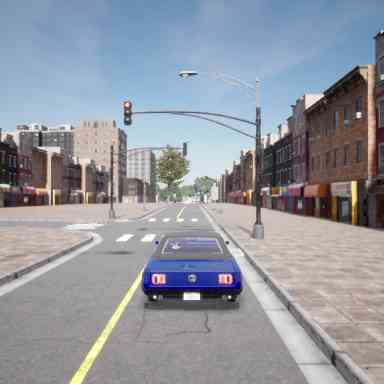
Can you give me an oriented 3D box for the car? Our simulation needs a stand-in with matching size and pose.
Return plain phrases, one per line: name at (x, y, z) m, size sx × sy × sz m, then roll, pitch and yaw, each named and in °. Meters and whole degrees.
car at (0.009, 1.612, 8.267) m, size 1.895 × 1.301 × 4.718 m, roll 0°, pitch 0°, yaw 0°
